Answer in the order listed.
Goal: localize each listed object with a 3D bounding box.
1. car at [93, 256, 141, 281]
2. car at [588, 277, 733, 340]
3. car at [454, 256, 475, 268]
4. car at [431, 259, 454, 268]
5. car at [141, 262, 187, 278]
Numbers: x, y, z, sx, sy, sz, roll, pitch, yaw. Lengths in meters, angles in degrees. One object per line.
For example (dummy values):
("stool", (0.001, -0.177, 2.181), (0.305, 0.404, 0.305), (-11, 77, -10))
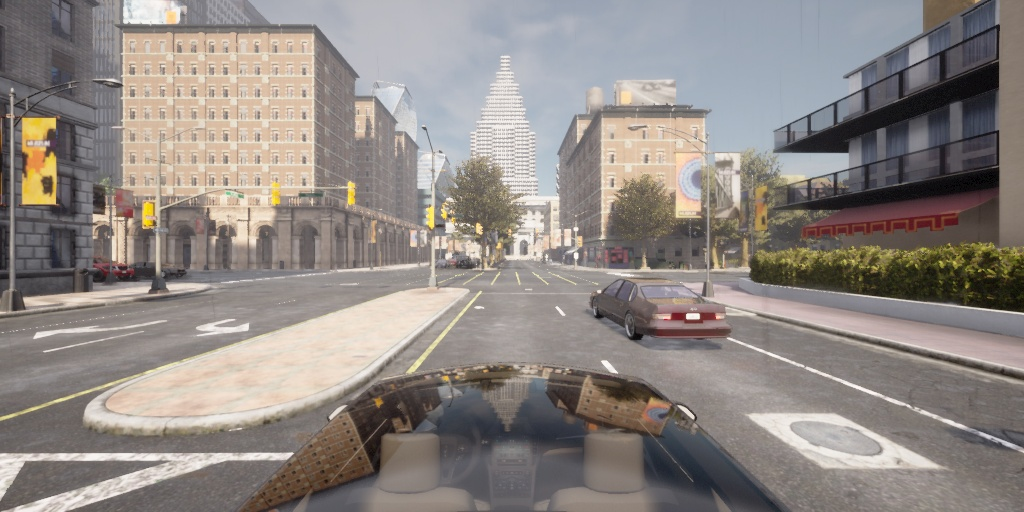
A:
("car", (-34.649, 0.973, 29.477), (5.566, 2.045, 2.150), (0, 0, 0))
("car", (3.634, 1.298, 9.928), (2.033, 1.411, 5.357), (0, 0, -3))
("car", (-8.065, 0.975, 60.738), (2.150, 2.045, 5.566), (0, 0, 0))
("car", (-11.561, 1.301, 60.113), (2.033, 1.411, 5.357), (0, 0, 0))
("car", (-32.851, 1.257, 33.005), (4.892, 1.490, 1.837), (0, 0, 0))
